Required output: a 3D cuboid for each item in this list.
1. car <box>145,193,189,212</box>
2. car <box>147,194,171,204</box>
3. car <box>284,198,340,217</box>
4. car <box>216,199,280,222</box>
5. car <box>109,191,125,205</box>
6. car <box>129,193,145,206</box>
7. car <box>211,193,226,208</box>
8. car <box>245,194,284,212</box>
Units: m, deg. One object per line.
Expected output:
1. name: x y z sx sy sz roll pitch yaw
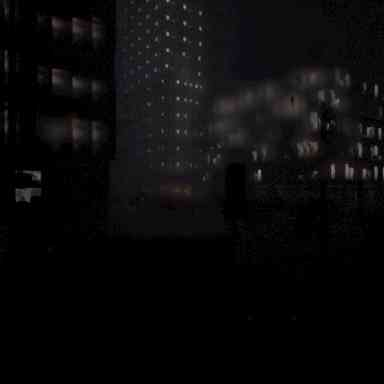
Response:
1. car: -2.284 0.988 33.328 2.192 1.841 5.009 1 0 -34
2. car: -5.145 1.042 51.478 1.947 1.339 4.313 1 0 -34
3. car: 10.448 1.245 28.661 1.967 1.590 4.097 1 0 -34
4. car: 3.947 1.386 24.203 1.802 1.307 4.206 1 0 -34
5. car: -11.546 1.003 46.879 1.752 1.417 4.829 1 0 -34
6. car: -6.528 0.892 43.916 2.097 1.767 4.553 0 1 -34
7. car: 4.213 0.989 37.787 2.192 1.841 5.009 1 0 -34
8. car: 7.329 1.179 33.224 1.967 1.590 4.097 1 0 -34
